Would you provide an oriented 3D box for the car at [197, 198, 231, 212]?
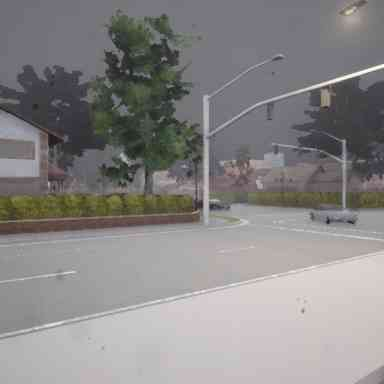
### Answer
[{"bbox_3d":[2.413,1.430,38.272,1.812,1.442,4.674,0,0,-36],"label":"car"}]

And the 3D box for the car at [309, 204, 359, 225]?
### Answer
[{"bbox_3d":[9.901,1.544,23.513,1.895,1.301,4.718,0,0,2],"label":"car"}]
